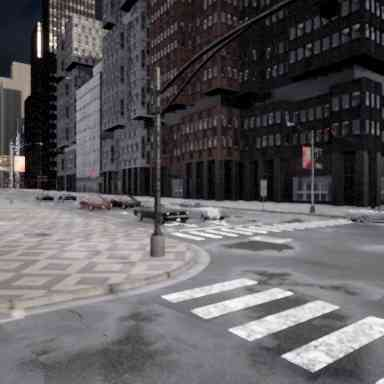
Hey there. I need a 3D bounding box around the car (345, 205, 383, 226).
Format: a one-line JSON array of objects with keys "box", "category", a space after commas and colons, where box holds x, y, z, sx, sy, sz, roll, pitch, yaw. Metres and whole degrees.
[{"box": [12.432, 1.471, 21.248, 4.718, 1.301, 1.895, 1, 1, 16], "category": "car"}]

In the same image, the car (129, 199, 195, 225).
[{"box": [-2.113, 1.356, 22.158, 1.895, 1.301, 4.718, 0, 1, -36], "category": "car"}]

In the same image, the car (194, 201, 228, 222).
[{"box": [0.485, 1.351, 24.113, 1.895, 1.301, 4.718, 0, 1, -36], "category": "car"}]

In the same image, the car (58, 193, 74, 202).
[{"box": [-19.661, 0.846, 52.292, 1.895, 1.301, 4.718, 0, 1, -35], "category": "car"}]

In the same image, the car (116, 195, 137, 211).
[{"box": [-6.931, 1.049, 34.435, 1.882, 1.535, 5.008, 0, 1, -36], "category": "car"}]

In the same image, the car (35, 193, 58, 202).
[{"box": [-22.299, 0.850, 50.394, 1.895, 1.301, 4.718, 0, 1, -35], "category": "car"}]

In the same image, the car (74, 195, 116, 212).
[{"box": [-9.563, 1.053, 32.527, 1.882, 1.535, 5.008, 0, 1, -36], "category": "car"}]
